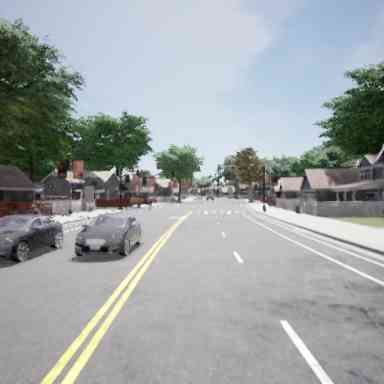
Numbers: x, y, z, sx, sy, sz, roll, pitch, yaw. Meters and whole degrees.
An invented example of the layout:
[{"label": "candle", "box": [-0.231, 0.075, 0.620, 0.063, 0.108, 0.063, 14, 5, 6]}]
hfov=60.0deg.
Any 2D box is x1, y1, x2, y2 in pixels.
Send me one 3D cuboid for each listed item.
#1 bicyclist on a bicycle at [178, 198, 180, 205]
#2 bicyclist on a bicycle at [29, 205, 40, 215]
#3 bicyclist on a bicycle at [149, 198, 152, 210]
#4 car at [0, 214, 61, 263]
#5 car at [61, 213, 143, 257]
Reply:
[{"label": "bicyclist on a bicycle", "box": [-3.029, 2.096, 76.027, 0.582, 1.620, 1.656, 0, 0, 6]}, {"label": "bicyclist on a bicycle", "box": [-8.553, 1.562, 17.788, 0.659, 1.776, 1.843, 0, -1, 2]}, {"label": "bicyclist on a bicycle", "box": [-6.547, 1.880, 52.043, 0.659, 1.776, 1.843, 0, -1, 5]}, {"label": "car", "box": [-6.518, 1.631, 12.594, 2.128, 1.511, 4.902, 0, -1, 1]}, {"label": "car", "box": [-3.252, 1.643, 13.737, 2.128, 1.511, 4.902, 0, -1, 1]}]
